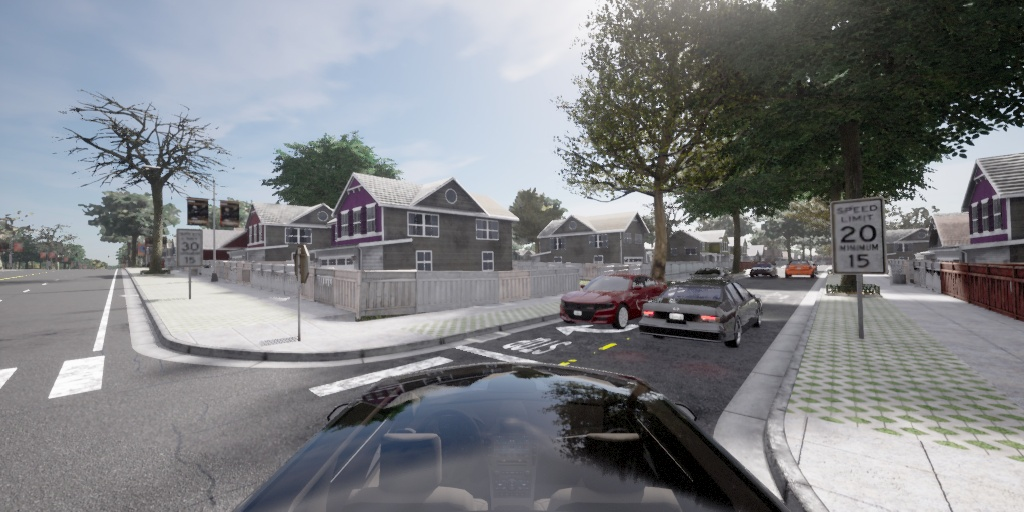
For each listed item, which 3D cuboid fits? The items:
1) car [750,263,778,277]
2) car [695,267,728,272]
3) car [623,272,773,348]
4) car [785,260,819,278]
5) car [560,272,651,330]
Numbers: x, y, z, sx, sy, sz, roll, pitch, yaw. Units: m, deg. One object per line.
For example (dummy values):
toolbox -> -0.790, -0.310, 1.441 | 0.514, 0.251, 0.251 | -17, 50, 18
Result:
car -> 25.175, 1.408, 35.777 | 2.033, 1.411, 5.357 | -2, -2, 42
car -> 11.389, 1.361, 20.568 | 1.812, 1.442, 4.674 | -2, -1, 42
car -> 5.090, 1.301, 9.304 | 2.033, 1.411, 5.357 | -2, -1, 42
car -> 27.280, 1.134, 33.885 | 2.097, 1.767, 4.553 | -2, -2, 42
car -> 3.501, 1.311, 11.813 | 1.882, 1.535, 5.008 | -2, -1, 42
